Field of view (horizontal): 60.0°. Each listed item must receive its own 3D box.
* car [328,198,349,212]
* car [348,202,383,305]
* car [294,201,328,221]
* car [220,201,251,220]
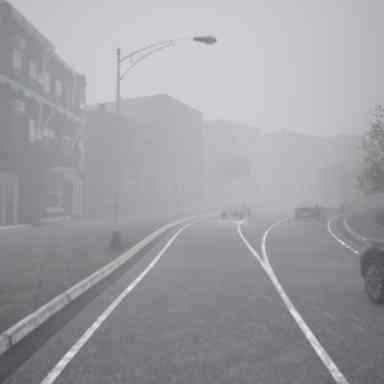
[{"bbox_3d":[16.964,1.457,38.408,1.812,1.442,4.674,0,1,42],"label":"car"},{"bbox_3d":[4.655,1.269,4.996,2.150,2.045,5.566,0,0,3],"label":"car"},{"bbox_3d":[9.813,1.508,27.591,1.882,1.535,5.008,0,0,28],"label":"car"},{"bbox_3d":[3.940,1.558,29.255,1.812,1.442,4.674,0,0,23],"label":"car"}]
